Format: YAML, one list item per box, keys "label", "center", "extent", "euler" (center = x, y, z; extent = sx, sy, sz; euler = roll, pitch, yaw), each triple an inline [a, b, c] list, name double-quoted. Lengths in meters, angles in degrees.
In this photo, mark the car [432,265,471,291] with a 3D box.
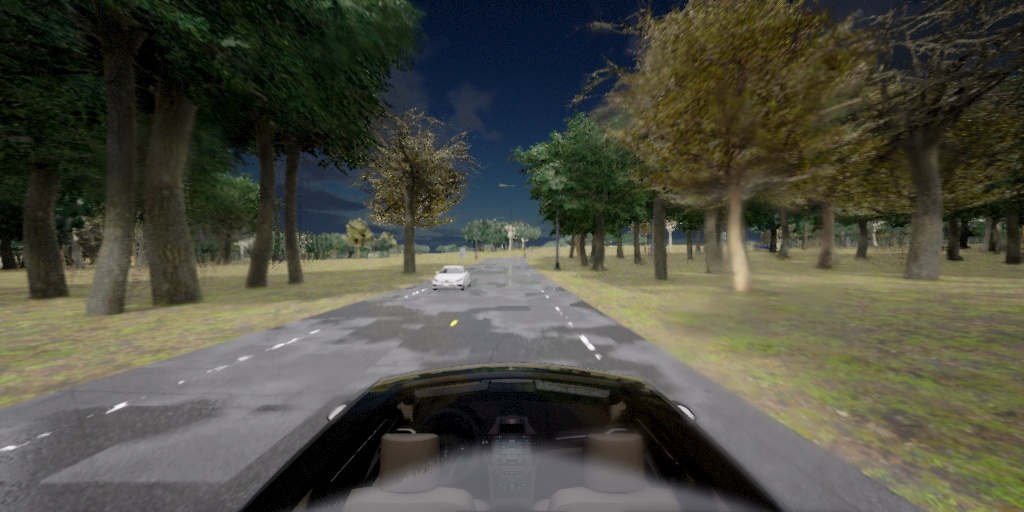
- label: "car"
  center: [-3.595, 1.302, 22.038]
  extent: [1.812, 1.442, 4.674]
  euler: [0, 0, 0]
